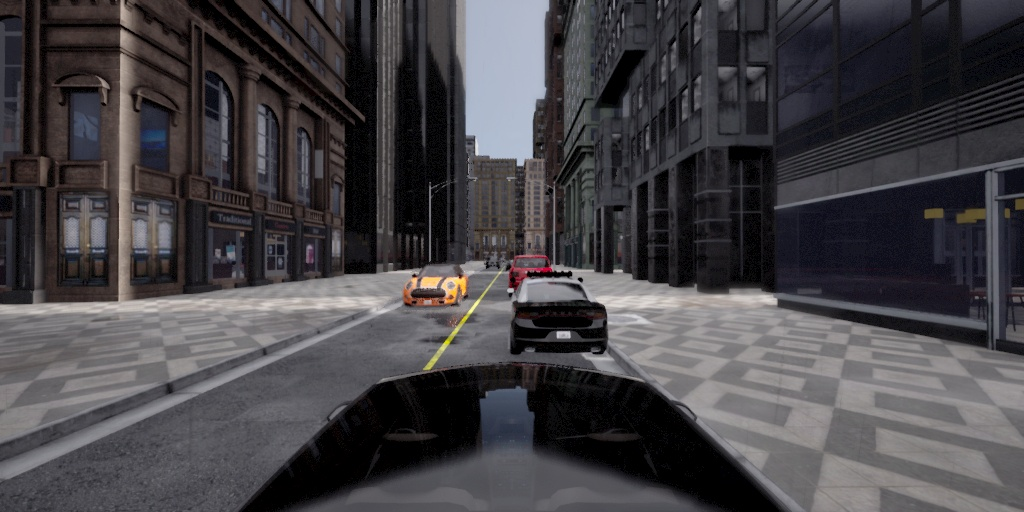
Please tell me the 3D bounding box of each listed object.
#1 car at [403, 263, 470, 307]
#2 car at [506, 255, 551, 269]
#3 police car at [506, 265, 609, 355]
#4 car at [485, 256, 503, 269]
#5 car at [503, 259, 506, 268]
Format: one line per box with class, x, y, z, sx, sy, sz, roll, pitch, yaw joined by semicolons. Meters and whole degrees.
car;-3.090;1.108;15.405;2.097;1.767;4.553;0;0;0
car;0.915;0.983;18.778;2.150;2.045;5.566;0;0;0
police car;0.905;1.178;8.856;1.930;1.638;5.238;0;0;0
car;-3.038;1.051;57.459;2.150;2.045;5.566;0;0;0
car;0.092;1.409;48.560;1.895;1.301;4.718;0;0;1
